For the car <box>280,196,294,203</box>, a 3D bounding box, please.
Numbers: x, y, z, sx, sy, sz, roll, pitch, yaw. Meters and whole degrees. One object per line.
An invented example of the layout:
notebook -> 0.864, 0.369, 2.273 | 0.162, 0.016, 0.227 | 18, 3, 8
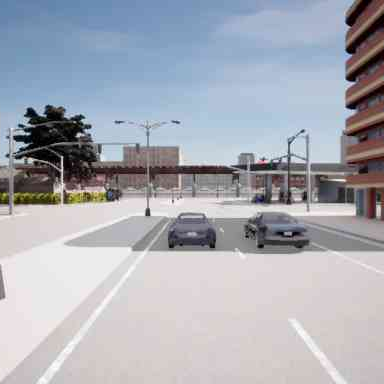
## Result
car -> 18.955, 1.454, 66.403 | 1.970, 1.475, 3.806 | 0, 0, 0

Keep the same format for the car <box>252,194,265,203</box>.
car -> 13.210, 1.294, 65.641 | 2.242, 1.667, 4.611 | 0, 0, 0

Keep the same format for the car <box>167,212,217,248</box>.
car -> 0.000, 1.571, 14.650 | 1.994, 1.385, 4.181 | 0, 0, 0

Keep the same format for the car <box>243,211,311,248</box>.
car -> 3.502, 1.560, 14.650 | 2.033, 1.411, 5.357 | 0, 0, 0
